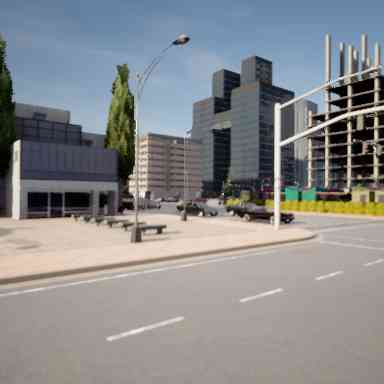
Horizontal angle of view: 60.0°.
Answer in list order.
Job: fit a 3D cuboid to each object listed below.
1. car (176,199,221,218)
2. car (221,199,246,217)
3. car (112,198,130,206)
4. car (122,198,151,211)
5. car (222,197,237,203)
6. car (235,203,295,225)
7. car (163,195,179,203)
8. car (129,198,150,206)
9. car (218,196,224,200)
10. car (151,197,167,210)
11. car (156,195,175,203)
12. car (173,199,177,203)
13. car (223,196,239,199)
[{"bbox_3d":[0.734,1.800,34.632,1.837,1.490,4.892,1,0,-36],"label":"car"},{"bbox_3d":[5.608,1.826,33.922,2.128,1.511,4.902,1,-1,-37],"label":"car"},{"bbox_3d":[-14.403,1.949,67.252,1.837,1.490,4.892,1,-1,-36],"label":"car"},{"bbox_3d":[-8.123,1.675,46.655,2.097,1.767,4.553,1,-1,-36],"label":"car"},{"bbox_3d":[10.405,2.271,92.945,3.806,1.475,1.970,1,-1,-38],"label":"car"},{"bbox_3d":[6.076,1.884,27.397,1.895,1.301,4.718,1,-1,-36],"label":"car"},{"bbox_3d":[-5.036,1.825,84.350,3.866,1.878,1.905,1,-1,-38],"label":"car"},{"bbox_3d":[-10.858,1.975,68.343,2.128,1.511,4.902,1,-1,-36],"label":"car"},{"bbox_3d":[7.051,1.799,68.890,3.866,1.878,1.905,1,-1,-38],"label":"car"},{"bbox_3d":[-6.405,1.861,50.224,2.128,1.511,4.902,1,-1,-36],"label":"car"},{"bbox_3d":[-6.771,1.827,86.667,4.605,1.855,1.932,1,-1,-38],"label":"car"},{"bbox_3d":[0.105,1.951,41.376,1.895,1.301,4.718,1,-1,-36],"label":"car"},{"bbox_3d":[8.819,2.034,66.597,3.806,1.475,1.970,1,-1,-38],"label":"car"}]
